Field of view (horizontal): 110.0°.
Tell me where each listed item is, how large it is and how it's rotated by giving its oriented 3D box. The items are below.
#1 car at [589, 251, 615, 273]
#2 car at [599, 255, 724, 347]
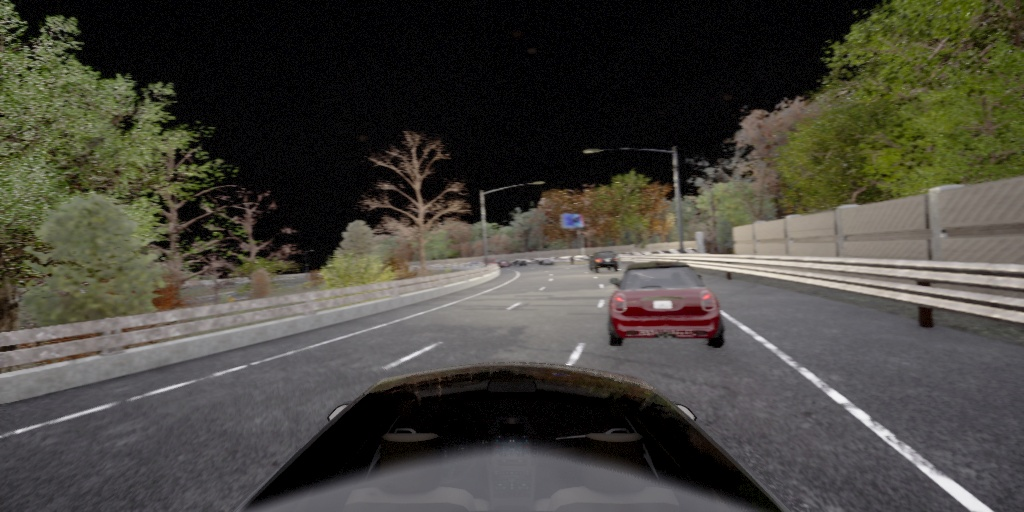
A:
[{"bbox_3d":[9.087,0.541,35.989,2.150,2.045,5.566,-4,0,4],"label":"car"},{"bbox_3d":[3.504,0.901,8.772,2.097,1.767,4.553,-4,0,18],"label":"car"}]
